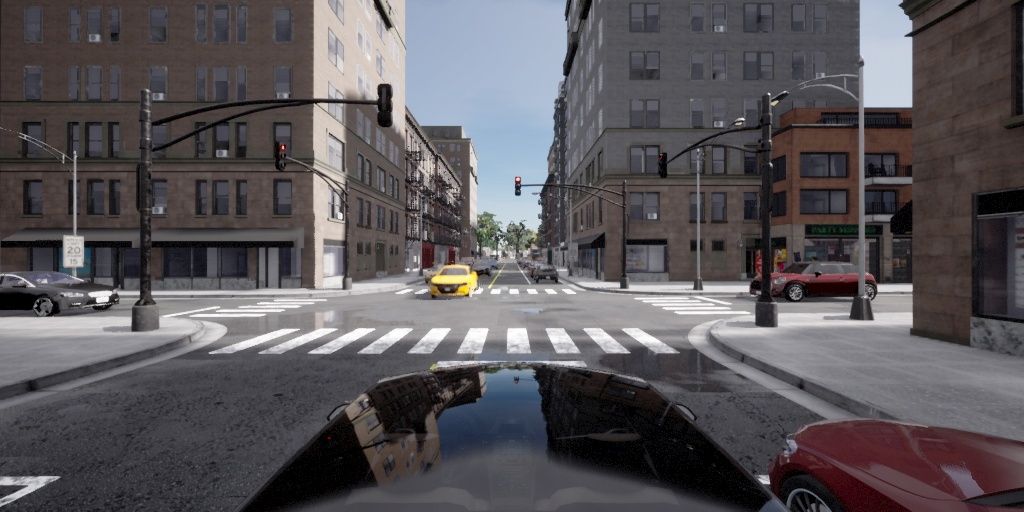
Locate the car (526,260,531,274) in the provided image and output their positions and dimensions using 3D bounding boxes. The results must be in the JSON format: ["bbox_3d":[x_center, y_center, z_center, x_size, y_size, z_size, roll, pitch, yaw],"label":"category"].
[{"bbox_3d":[2.547,1.296,33.257,1.888,1.381,4.507,0,0,0],"label":"car"}]

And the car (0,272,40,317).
[{"bbox_3d":[-5.398,1.064,0.745,2.192,1.841,5.009,0,0,0],"label":"car"}]

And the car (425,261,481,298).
[{"bbox_3d":[-2.898,1.232,18.612,1.882,1.535,5.008,0,0,0],"label":"car"}]

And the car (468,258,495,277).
[{"bbox_3d":[-2.944,1.257,35.122,1.837,1.490,4.892,0,0,0],"label":"car"}]

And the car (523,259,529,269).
[{"bbox_3d":[2.532,1.302,38.739,2.007,1.370,4.403,0,0,0],"label":"car"}]

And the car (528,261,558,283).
[{"bbox_3d":[2.563,1.301,27.775,2.007,1.370,4.403,0,0,0],"label":"car"}]

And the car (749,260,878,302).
[{"bbox_3d":[13.218,1.036,15.958,4.553,1.767,2.097,0,0,0],"label":"car"}]

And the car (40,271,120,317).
[{"bbox_3d":[-17.101,1.309,12.882,4.902,1.511,2.128,0,0,1],"label":"car"}]

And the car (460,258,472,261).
[{"bbox_3d":[-5.517,1.277,38.545,1.751,1.417,4.829,0,0,0],"label":"car"}]

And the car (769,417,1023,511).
[{"bbox_3d":[2.641,1.332,0.767,1.802,1.307,4.207,0,0,0],"label":"car"}]

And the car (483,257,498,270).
[{"bbox_3d":[-2.976,1.301,51.916,2.033,1.411,5.357,0,0,0],"label":"car"}]

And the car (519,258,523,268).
[{"bbox_3d":[2.484,1.304,55.184,2.007,1.370,4.403,0,0,0],"label":"car"}]
